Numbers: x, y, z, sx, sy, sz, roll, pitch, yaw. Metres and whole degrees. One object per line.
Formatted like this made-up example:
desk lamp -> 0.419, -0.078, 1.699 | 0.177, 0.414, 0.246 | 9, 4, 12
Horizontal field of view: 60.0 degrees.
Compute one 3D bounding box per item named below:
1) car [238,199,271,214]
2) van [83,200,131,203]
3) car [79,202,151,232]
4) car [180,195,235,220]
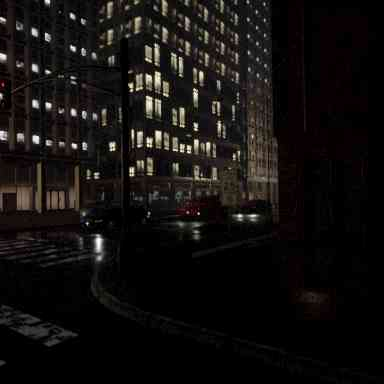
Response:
car -> 7.261, 1.584, 37.477 | 1.882, 1.535, 5.008 | -1, -1, 36
van -> -5.980, 1.460, 23.458 | 1.690, 1.788, 3.998 | -2, -1, 36
car -> -4.633, 1.571, 20.925 | 1.837, 1.490, 4.892 | -1, -1, 33
car -> 1.256, 1.307, 29.115 | 2.150, 2.045, 5.566 | -1, -1, 36
